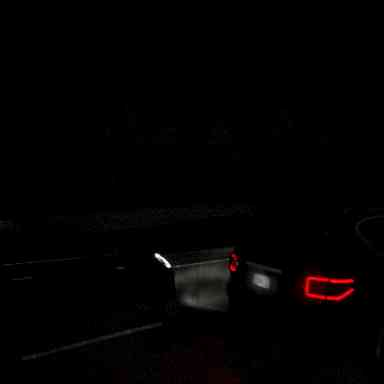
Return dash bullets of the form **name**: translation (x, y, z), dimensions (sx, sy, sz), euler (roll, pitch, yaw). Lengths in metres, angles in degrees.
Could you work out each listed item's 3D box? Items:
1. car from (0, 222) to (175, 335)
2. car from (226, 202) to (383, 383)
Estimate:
- **car**: translation (-2.556, 1.324, 5.969), dimensions (4.553, 1.767, 2.097), euler (0, 0, -34)
- **car**: translation (3.163, 1.176, 5.493), dimensions (5.566, 2.045, 2.150), euler (0, 0, -31)
